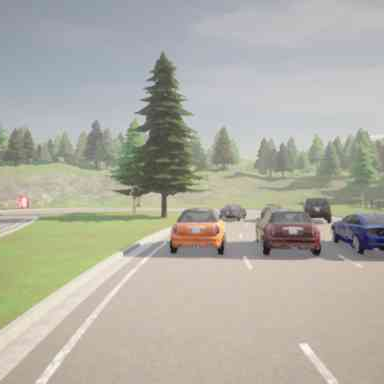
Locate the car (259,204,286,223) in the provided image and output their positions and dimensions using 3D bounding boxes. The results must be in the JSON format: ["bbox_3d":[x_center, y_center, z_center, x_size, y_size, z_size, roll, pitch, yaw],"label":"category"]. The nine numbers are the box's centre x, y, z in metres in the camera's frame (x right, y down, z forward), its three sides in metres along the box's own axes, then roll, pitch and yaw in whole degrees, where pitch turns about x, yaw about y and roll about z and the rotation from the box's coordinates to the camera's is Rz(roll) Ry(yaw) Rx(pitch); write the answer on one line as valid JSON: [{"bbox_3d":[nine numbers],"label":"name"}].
[{"bbox_3d":[7.154,1.829,29.291,1.994,1.385,4.181,0,-1,18],"label":"car"}]

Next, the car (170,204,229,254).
[{"bbox_3d":[0.396,1.484,14.440,2.097,1.767,4.553,0,-1,7],"label":"car"}]

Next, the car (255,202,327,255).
[{"bbox_3d":[3.876,1.477,14.066,2.097,1.767,4.553,0,-1,7],"label":"car"}]

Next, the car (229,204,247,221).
[{"bbox_3d":[3.725,1.822,30.044,2.033,1.411,5.357,0,-1,18],"label":"car"}]

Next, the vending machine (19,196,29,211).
[{"bbox_3d":[-25.001,1.676,49.411,1.100,2.100,0.880,0,-1,34],"label":"vending machine"}]

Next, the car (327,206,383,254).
[{"bbox_3d":[7.417,1.602,14.085,1.882,1.535,5.008,0,0,7],"label":"car"}]

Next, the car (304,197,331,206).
[{"bbox_3d":[10.396,1.466,27.926,2.150,2.045,5.566,0,0,18],"label":"car"}]
